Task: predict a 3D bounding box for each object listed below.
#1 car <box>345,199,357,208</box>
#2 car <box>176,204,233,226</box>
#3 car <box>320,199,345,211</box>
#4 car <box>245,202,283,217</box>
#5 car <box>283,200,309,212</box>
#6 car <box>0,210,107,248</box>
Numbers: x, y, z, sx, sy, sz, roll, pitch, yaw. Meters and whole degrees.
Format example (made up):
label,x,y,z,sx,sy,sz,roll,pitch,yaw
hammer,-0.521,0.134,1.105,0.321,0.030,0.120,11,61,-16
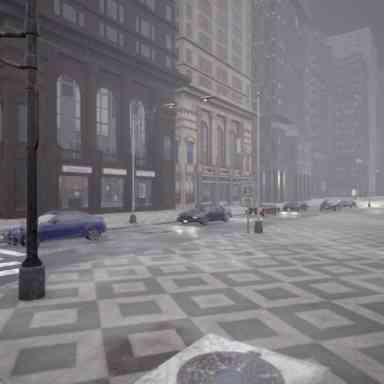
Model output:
label,x,y,z,sx,sy,sz,roll,pitch,yaw
car,23.726,1.702,50.779,2.033,1.411,5.357,0,0,36
car,1.097,1.615,24.694,2.033,1.411,5.357,0,0,36
car,17.750,1.654,42.443,1.812,1.442,4.674,0,0,36
car,7.035,1.697,32.970,1.895,1.301,4.718,0,0,36
car,12.935,1.671,41.131,2.033,1.411,5.357,0,0,36
car,-6.061,1.556,15.015,1.812,1.442,4.674,0,0,40
